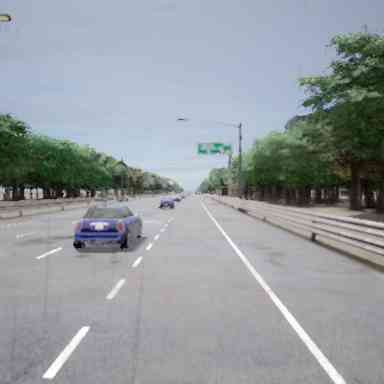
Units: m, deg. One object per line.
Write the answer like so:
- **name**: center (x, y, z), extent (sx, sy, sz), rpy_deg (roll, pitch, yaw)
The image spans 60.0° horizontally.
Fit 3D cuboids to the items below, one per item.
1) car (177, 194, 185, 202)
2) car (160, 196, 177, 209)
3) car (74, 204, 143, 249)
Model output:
- **car**: center (-3.291, 1.560, 75.513), extent (1.895, 1.301, 4.718), rpy_deg (0, 0, 0)
- **car**: center (-3.419, 1.518, 46.279), extent (1.812, 1.442, 4.674), rpy_deg (0, 0, 0)
- **car**: center (-3.499, 1.354, 14.709), extent (2.097, 1.767, 4.553), rpy_deg (0, 0, 0)
